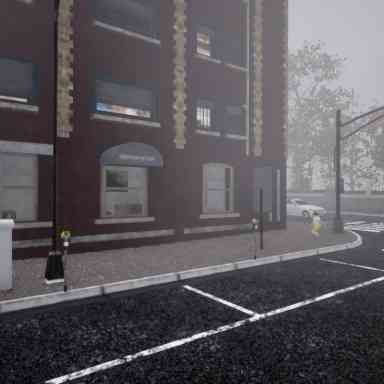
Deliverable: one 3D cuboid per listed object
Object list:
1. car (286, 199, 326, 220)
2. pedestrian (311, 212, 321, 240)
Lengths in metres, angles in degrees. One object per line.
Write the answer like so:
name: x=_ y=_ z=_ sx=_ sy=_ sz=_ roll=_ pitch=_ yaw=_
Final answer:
car: x=8.008 y=1.256 z=25.815 sx=1.812 sy=1.442 sz=4.674 roll=0 pitch=1 yaw=-36
pedestrian: x=5.522 y=1.424 z=14.686 sx=0.375 sy=1.300 sz=0.375 roll=0 pitch=0 yaw=-36
